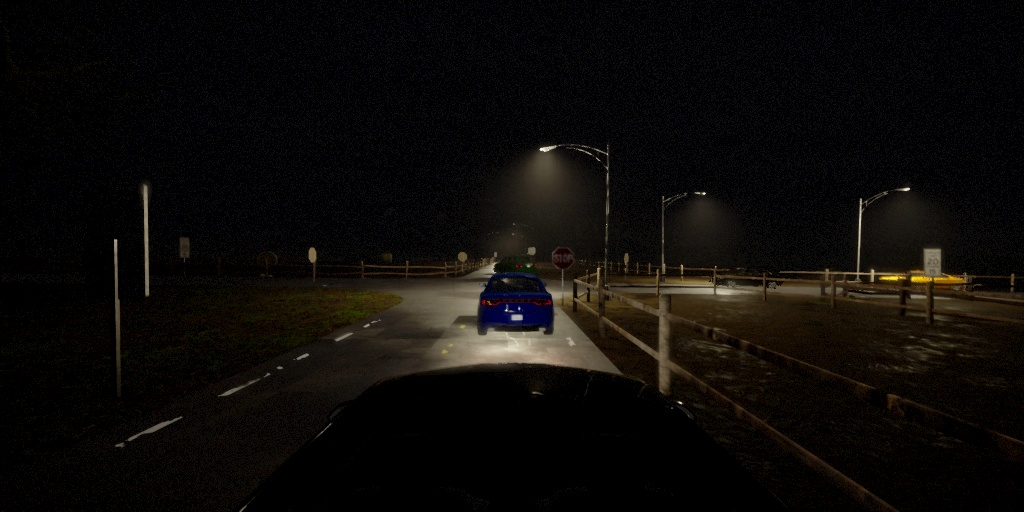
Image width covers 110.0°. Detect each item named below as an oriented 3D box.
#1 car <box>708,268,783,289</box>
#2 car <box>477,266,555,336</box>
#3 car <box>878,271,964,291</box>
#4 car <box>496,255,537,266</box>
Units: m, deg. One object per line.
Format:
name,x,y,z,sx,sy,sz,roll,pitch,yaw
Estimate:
car,17.046,1.592,26.279,4.892,1.490,1.837,2,1,-1
car,0.047,1.224,10.488,1.882,1.535,5.008,0,0,-2
car,29.996,1.859,26.376,5.008,1.535,1.882,2,1,0
car,0.268,0.945,31.873,2.150,2.045,5.566,-2,0,-25
